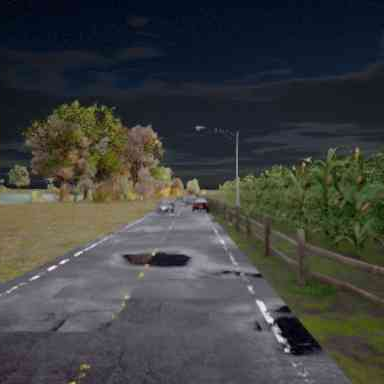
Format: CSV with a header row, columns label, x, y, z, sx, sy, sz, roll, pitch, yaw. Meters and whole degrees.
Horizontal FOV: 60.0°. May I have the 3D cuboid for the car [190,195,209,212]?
label,x,y,z,sx,sy,sz,roll,pitch,yaw
car,0.957,1.477,38.476,1.882,1.535,5.008,0,0,0

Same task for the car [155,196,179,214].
label,x,y,z,sx,sy,sz,roll,pitch,yaw
car,-2.846,1.490,36.149,2.128,1.511,4.902,0,0,0

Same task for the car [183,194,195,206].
label,x,y,z,sx,sy,sz,roll,pitch,yaw
car,-0.008,1.496,56.384,2.128,1.511,4.902,0,0,0

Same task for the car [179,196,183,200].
label,x,y,z,sx,sy,sz,roll,pitch,yaw
car,-2.762,1.458,76.695,1.895,1.301,4.718,0,0,0

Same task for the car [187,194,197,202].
label,x,y,z,sx,sy,sz,roll,pitch,yaw
car,-0.008,1.215,70.196,2.097,1.767,4.553,0,0,0
